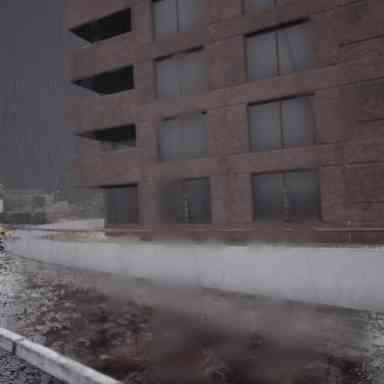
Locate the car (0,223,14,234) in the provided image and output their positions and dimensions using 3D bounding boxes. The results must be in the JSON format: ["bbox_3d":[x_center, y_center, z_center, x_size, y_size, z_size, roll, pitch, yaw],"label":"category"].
[{"bbox_3d":[-35.905,6.859,60.171,5.366,1.575,1.946,-2,-7,6],"label":"car"}]

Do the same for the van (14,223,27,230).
[{"bbox_3d":[-34.279,6.930,62.871,4.442,1.987,1.878,-2,-7,6],"label":"van"}]

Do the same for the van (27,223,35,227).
[{"bbox_3d":[-32.951,7.232,65.577,4.442,1.987,1.878,-2,-7,6],"label":"van"}]
